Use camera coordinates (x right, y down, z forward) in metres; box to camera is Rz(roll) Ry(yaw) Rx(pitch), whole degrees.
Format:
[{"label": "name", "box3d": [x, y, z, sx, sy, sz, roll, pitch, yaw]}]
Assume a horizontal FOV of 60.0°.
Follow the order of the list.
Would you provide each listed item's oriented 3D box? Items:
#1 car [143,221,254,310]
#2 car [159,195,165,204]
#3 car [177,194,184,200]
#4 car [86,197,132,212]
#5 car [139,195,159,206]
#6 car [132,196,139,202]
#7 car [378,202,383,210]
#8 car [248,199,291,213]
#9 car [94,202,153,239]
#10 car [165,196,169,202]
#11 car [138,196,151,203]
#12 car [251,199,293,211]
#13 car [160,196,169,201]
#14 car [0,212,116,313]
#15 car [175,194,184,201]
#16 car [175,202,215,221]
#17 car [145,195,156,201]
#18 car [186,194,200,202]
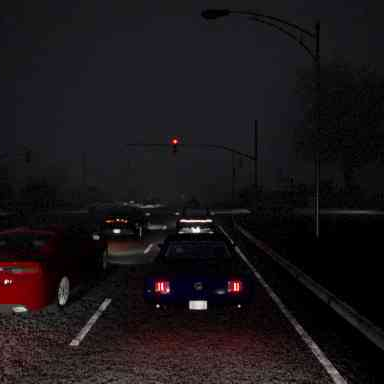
[{"label": "car", "box3d": [0.118, 1.601, 7.778, 1.895, 1.301, 4.718, 0, 0, 0]}, {"label": "car", "box3d": [-6.892, 1.601, 63.464, 1.895, 1.301, 4.718, 0, 0, 1]}, {"label": "car", "box3d": [-3.226, 1.327, 95.071, 1.882, 1.535, 5.008, 0, 0, 1]}, {"label": "car", "box3d": [-9.529, 1.525, 37.511, 4.674, 1.442, 1.812, 0, 0, 3]}, {"label": "car", "box3d": [-6.958, 1.564, 54.703, 1.994, 1.385, 4.181, 0, 0, -1]}, {"label": "car", "box3d": [-10.486, 1.491, 53.185, 2.128, 1.511, 4.902, 0, 0, 1]}, {"label": "car", "box3d": [24.597, 1.479, 39.050, 4.902, 1.511, 2.128, 0, 0, 3]}, {"label": "car", "box3d": [8.486, 1.601, 36.460, 4.718, 1.301, 1.895, 0, 0, 3]}, {"label": "car", "box3d": [-3.359, 1.505, 17.303, 1.837, 1.490, 4.892, 0, 0, 0]}, {"label": "car", "box3d": [-6.824, 1.478, 73.225, 1.882, 1.535, 5.008, 0, 0, 0]}, {"label": "car", "box3d": [-10.326, 1.540, 72.537, 2.033, 1.411, 5.357, 0, 0, 0]}, {"label": "car", "box3d": [9.511, 1.526, 39.907, 4.674, 1.442, 1.812, 0, 0, 3]}, {"label": "car", "box3d": [-6.798, 1.595, 83.208, 1.895, 1.301, 4.718, 0, 0, 0]}, {"label": "car", "box3d": [-3.383, 1.478, 7.805, 1.882, 1.535, 5.008, 0, 0, 0]}, {"label": "car", "box3d": [-3.292, 1.532, 84.663, 2.033, 1.411, 5.357, 0, 0, 0]}, {"label": "car", "box3d": [0.150, 1.491, 17.040, 2.128, 1.511, 4.902, 0, 0, -1]}, {"label": "car", "box3d": [-10.299, 1.540, 82.841, 2.033, 1.411, 5.357, 0, 0, 0]}, {"label": "car", "box3d": [0.112, 1.504, 51.901, 1.837, 1.490, 4.892, -1, 0, 0]}]
